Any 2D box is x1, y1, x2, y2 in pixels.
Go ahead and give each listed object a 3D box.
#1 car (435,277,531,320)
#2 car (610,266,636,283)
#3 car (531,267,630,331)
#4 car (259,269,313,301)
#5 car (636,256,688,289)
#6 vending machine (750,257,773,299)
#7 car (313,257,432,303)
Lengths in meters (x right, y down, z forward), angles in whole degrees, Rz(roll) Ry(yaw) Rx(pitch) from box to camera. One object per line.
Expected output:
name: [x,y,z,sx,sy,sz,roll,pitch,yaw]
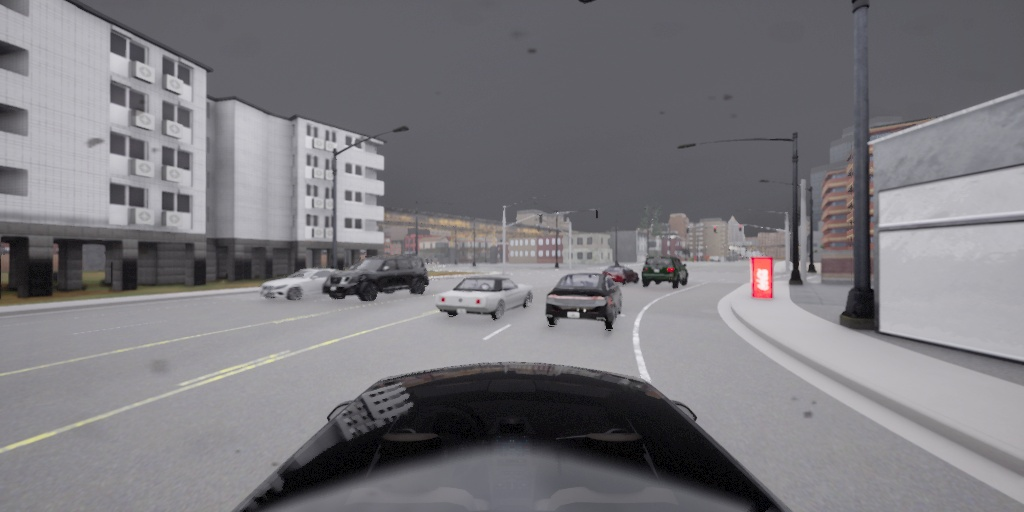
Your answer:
car: [-0.726,1.406,13.033,1.895,1.301,4.718,0,0,21]
car: [8.158,1.441,27.321,1.994,1.385,4.181,0,0,36]
car: [2.432,1.289,11.425,2.128,1.511,4.902,0,0,21]
car: [-10.091,1.359,18.165,1.812,1.442,4.674,0,0,24]
car: [10.648,1.080,24.834,2.150,2.045,5.566,0,-1,35]
vending machine: [11.697,1.019,16.724,1.100,2.100,0.880,0,0,36]
car: [-6.486,1.053,17.866,2.150,2.045,5.566,0,0,25]
